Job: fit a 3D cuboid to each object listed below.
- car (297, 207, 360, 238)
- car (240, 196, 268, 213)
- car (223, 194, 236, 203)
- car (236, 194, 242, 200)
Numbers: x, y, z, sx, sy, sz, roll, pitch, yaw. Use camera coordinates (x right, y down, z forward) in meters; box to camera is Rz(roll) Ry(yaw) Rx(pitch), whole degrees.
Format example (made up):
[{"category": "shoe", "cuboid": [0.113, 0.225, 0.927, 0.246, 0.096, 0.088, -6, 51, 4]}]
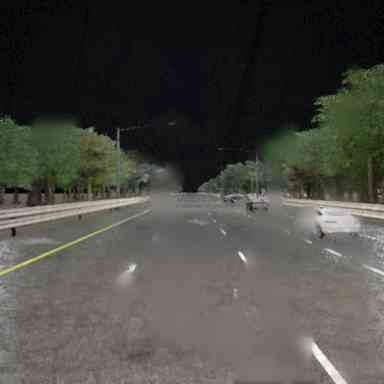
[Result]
[{"category": "car", "cuboid": [7.005, 1.521, 17.363, 1.812, 1.442, 4.674, 0, 0, 0]}, {"category": "car", "cuboid": [7.011, 1.465, 36.536, 2.128, 1.511, 4.902, 0, 0, 0]}, {"category": "car", "cuboid": [7.221, 1.459, 66.644, 1.837, 1.490, 4.892, -1, 0, 3]}, {"category": "car", "cuboid": [12.702, 1.282, 92.932, 2.097, 1.767, 4.553, 0, 0, 21]}]
